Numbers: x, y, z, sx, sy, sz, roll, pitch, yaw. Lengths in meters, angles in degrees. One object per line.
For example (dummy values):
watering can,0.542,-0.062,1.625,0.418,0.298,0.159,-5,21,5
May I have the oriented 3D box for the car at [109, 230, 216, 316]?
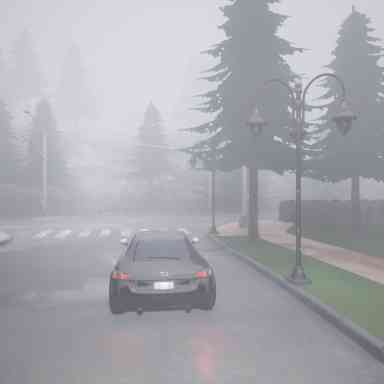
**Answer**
car,-0.724,1.564,7.670,1.994,1.385,4.181,0,0,-7
